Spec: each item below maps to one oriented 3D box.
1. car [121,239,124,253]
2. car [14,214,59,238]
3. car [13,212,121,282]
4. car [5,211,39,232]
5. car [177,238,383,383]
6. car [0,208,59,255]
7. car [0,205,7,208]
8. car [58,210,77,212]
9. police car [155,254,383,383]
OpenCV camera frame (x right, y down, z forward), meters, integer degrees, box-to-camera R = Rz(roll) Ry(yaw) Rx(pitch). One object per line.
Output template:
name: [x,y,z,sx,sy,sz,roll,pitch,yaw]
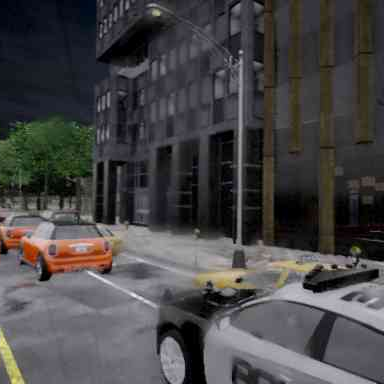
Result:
car: [-4.630,2.027,14.702,1.752,1.417,4.829,2,-3,-36]
car: [-10.981,2.288,23.315,2.008,1.369,4.403,2,-3,-36]
car: [-4.461,1.728,11.346,2.097,1.767,4.553,2,-3,-36]
car: [-14.308,2.387,27.828,1.752,1.417,4.829,2,-3,-36]
car: [1.822,1.788,5.951,1.752,1.417,4.829,2,-3,-36]
car: [-8.184,1.855,16.087,2.097,1.767,4.553,2,-3,-34]
car: [-20.658,2.540,36.446,1.967,1.590,4.097,2,-3,-36]
car: [-7.752,1.932,18.948,2.192,1.841,5.009,2,-3,-36]
police car: [1.388,1.586,3.409,1.930,1.638,5.238,2,-3,-36]
